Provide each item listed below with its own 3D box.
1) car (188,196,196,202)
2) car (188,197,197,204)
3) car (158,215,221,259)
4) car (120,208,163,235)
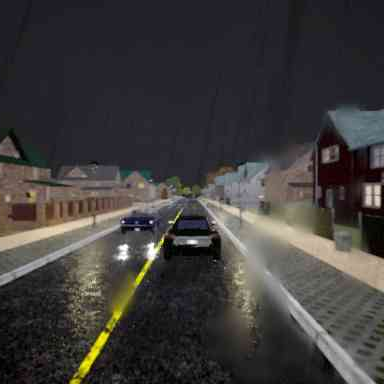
[{"bbox_3d":[0.089,1.773,81.783,1.895,1.301,4.718,0,0,0],"label":"car"},{"bbox_3d":[0.078,1.717,71.203,2.033,1.411,5.357,0,0,0],"label":"car"},{"bbox_3d":[0.012,1.574,12.669,1.994,1.385,4.181,0,0,0],"label":"car"},{"bbox_3d":[-2.793,1.611,19.172,1.895,1.301,4.718,0,0,0],"label":"car"}]
